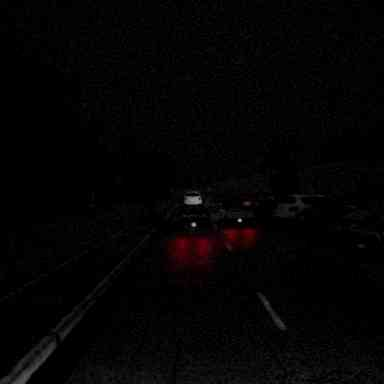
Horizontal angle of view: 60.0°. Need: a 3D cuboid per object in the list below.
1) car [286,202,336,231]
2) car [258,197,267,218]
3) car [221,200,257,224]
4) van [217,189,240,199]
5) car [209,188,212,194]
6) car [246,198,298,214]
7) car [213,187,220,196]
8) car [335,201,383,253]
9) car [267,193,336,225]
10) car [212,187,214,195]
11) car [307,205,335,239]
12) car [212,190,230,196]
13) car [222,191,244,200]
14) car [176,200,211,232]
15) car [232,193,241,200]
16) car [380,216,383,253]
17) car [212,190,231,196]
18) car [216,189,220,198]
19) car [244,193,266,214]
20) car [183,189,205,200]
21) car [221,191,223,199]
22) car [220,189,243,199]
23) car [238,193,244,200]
[{"bbox_3d":[8.092,1.481,18.539,4.792,1.488,2.163,1,0,-20],"label":"car"},{"bbox_3d":[7.894,1.404,24.466,5.366,1.575,1.946,1,1,-20],"label":"car"},{"bbox_3d":[3.095,1.528,23.759,1.895,1.301,4.718,0,1,0],"label":"car"},{"bbox_3d":[7.952,0.456,72.420,4.442,1.987,1.878,0,1,-20],"label":"van"},{"bbox_3d":[7.882,0.392,87.320,5.366,1.575,1.946,0,2,-20],"label":"car"},{"bbox_3d":[8.068,1.345,33.540,4.674,1.452,2.002,1,1,-20],"label":"car"},{"bbox_3d":[8.036,0.479,69.467,5.566,2.045,2.435,0,1,-20],"label":"car"},{"bbox_3d":[8.100,1.350,12.525,4.553,1.767,2.185,1,0,-20],"label":"car"},{"bbox_3d":[8.095,1.182,21.537,5.566,2.045,2.435,1,0,-20],"label":"car"},{"bbox_3d":[8.086,0.382,75.463,5.566,2.045,2.435,0,1,-20],"label":"car"},{"bbox_3d":[8.069,1.509,15.515,4.674,1.452,2.002,1,1,-20],"label":"car"},{"bbox_3d":[8.048,0.290,93.361,4.674,1.452,2.002,0,1,-20],"label":"car"},{"bbox_3d":[8.035,1.002,54.540,4.792,1.488,2.163,0,1,-20],"label":"car"},{"bbox_3d":[0.096,1.448,19.661,2.128,1.511,4.902,0,0,0],"label":"car"},{"bbox_3d":[8.037,1.197,42.535,4.792,1.488,2.163,0,1,-20],"label":"car"},{"bbox_3d":[8.070,1.522,9.515,4.674,1.452,2.002,1,0,-20],"label":"car"},{"bbox_3d":[8.080,0.357,90.389,4.792,1.488,2.163,0,1,-20],"label":"car"},{"bbox_3d":[8.052,0.780,66.503,4.892,1.521,2.231,0,1,-20],"label":"car"},{"bbox_3d":[8.042,1.096,30.517,5.566,2.045,2.435,1,1,-20],"label":"car"},{"bbox_3d":[0.091,0.920,40.953,2.150,2.045,5.566,0,1,0],"label":"car"},{"bbox_3d":[8.055,0.964,57.558,4.674,1.452,2.002,0,1,-20],"label":"car"},{"bbox_3d":[8.031,0.750,60.527,4.553,1.767,2.185,0,1,-20],"label":"car"},{"bbox_3d":[8.235,1.260,36.612,5.366,1.575,1.946,0,1,-20],"label":"car"}]
